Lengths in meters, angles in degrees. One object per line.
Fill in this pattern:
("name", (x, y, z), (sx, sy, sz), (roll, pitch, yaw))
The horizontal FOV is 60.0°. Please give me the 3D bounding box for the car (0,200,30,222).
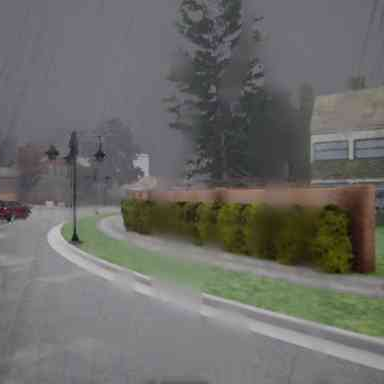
("car", (-14.841, 1.443, 26.862), (2.097, 1.767, 4.553), (0, 0, -6))
